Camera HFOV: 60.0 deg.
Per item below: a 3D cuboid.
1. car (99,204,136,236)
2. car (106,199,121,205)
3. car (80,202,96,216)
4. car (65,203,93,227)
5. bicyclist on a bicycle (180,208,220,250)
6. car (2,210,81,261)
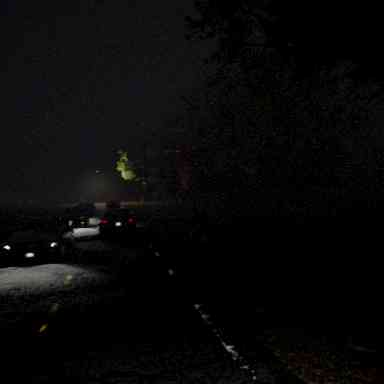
[{"bbox_3d":[-4.356,1.678,19.415,1.994,1.385,4.181,-2,0,-14],"label":"car"},{"bbox_3d":[-11.287,1.760,47.843,1.882,1.535,5.008,-2,0,-14],"label":"car"},{"bbox_3d":[-11.181,1.780,35.183,2.128,1.511,4.902,-2,0,-13],"label":"car"},{"bbox_3d":[-8.546,1.788,24.187,1.994,1.385,4.181,-2,0,-14],"label":"car"},{"bbox_3d":[0.312,1.448,13.038,1.656,1.620,0.582,-2,0,-14],"label":"bicyclist on a bicycle"},{"bbox_3d":[-5.953,1.706,13.522,2.033,1.411,5.357,-2,0,-14],"label":"car"}]
